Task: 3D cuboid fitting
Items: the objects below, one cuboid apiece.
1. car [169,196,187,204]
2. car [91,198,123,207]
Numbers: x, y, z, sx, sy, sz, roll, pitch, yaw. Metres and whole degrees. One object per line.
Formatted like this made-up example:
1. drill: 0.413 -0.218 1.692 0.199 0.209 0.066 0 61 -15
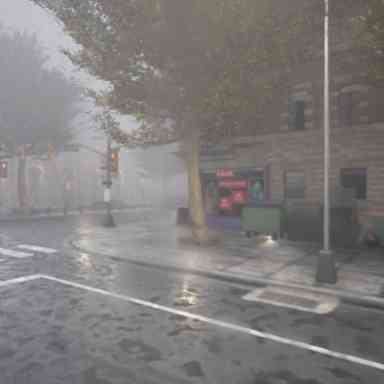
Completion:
1. car: -2.017 1.429 59.016 2.128 1.511 4.902 0 0 36
2. car: -12.676 1.526 49.674 1.895 1.301 4.718 0 0 36
